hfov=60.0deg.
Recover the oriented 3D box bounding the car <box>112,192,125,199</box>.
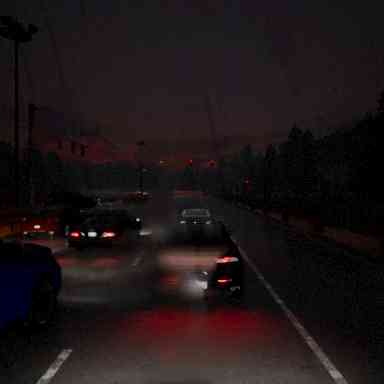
[{"bbox_3d":[-17.011,0.795,77.449,2.097,1.767,4.553,0,0,0],"label":"car"}]

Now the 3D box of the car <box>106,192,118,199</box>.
[{"bbox_3d":[-20.460,0.861,85.135,1.882,1.535,5.008,0,0,0],"label":"car"}]

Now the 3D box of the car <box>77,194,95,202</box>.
[{"bbox_3d":[-20.609,1.132,64.974,1.895,1.301,4.718,0,0,1],"label":"car"}]

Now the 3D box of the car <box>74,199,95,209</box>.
[{"bbox_3d":[-6.828,1.361,17.115,1.882,1.535,5.008,0,0,0],"label":"car"}]

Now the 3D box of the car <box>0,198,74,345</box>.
[{"bbox_3d":[-3.384,1.205,3.526,2.150,2.045,5.566,0,0,0],"label":"car"}]

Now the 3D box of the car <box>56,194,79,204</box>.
[{"bbox_3d":[-20.730,1.078,55.640,1.882,1.535,5.008,0,0,2],"label":"car"}]

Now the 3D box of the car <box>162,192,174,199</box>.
[{"bbox_3d":[-6.464,0.743,84.459,2.097,1.767,4.553,0,0,0],"label":"car"}]

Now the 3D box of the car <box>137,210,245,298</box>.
[{"bbox_3d":[0.134,1.439,8.379,2.128,1.511,4.902,0,0,0],"label":"car"}]

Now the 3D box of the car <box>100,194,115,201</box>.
[{"bbox_3d":[-17.079,1.078,67.317,1.994,1.385,4.181,0,0,0],"label":"car"}]

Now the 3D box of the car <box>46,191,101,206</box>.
[{"bbox_3d":[-13.836,0.949,38.239,5.566,2.045,2.150,0,1,-29],"label":"car"}]

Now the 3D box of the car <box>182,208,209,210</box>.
[{"bbox_3d":[0.190,1.480,17.709,1.895,1.301,4.718,0,0,0],"label":"car"}]

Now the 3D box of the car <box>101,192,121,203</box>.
[{"bbox_3d":[-13.744,1.128,55.371,1.812,1.442,4.674,0,0,1],"label":"car"}]

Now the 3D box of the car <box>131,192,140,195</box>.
[{"bbox_3d":[-13.531,0.986,74.455,1.812,1.442,4.674,0,0,0],"label":"car"}]

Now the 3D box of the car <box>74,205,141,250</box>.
[{"bbox_3d":[-3.337,1.456,13.699,2.033,1.411,5.357,0,0,0],"label":"car"}]

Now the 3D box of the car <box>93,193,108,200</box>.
[{"bbox_3d":[-20.528,0.936,74.916,1.882,1.535,5.008,0,0,0],"label":"car"}]

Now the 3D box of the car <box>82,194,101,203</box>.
[{"bbox_3d":[-17.221,1.152,57.341,1.994,1.385,4.181,0,0,1],"label":"car"}]

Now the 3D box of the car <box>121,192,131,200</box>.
[{"bbox_3d":[-13.637,1.061,64.434,1.812,1.442,4.674,0,0,1],"label":"car"}]
